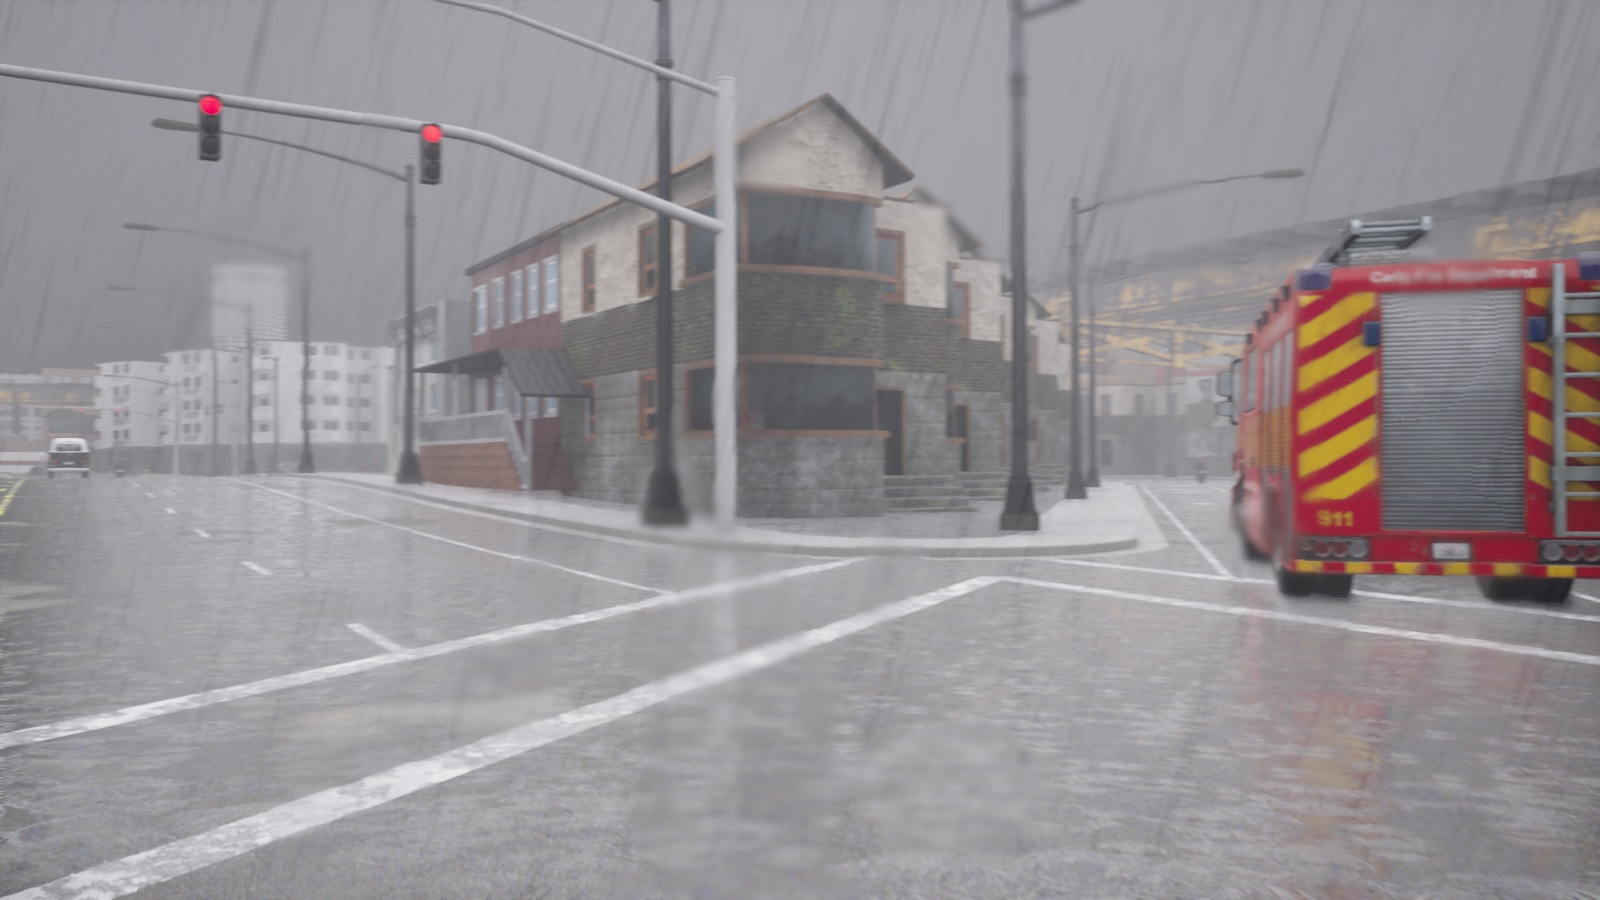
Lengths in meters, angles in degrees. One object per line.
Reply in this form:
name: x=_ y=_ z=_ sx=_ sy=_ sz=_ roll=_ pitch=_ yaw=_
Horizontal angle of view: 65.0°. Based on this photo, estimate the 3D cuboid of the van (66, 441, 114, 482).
van: x=-36.611 y=0.611 z=64.715 sx=2.069 sy=2.038 sz=4.480 roll=0 pitch=-2 yaw=-30

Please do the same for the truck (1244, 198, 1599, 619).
truck: x=7.401 y=-0.338 z=15.797 sx=2.891 sy=3.827 sz=8.468 roll=-1 pitch=-1 yaw=16
